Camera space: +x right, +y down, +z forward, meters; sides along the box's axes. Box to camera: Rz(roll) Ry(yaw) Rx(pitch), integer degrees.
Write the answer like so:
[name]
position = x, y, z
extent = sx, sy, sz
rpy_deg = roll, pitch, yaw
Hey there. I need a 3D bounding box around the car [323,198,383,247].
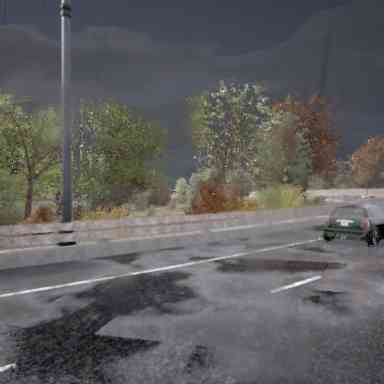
[car]
position = 7.940, 1.356, 15.398
extent = 4.553, 1.767, 2.097
rpy_deg = 0, 0, -43
